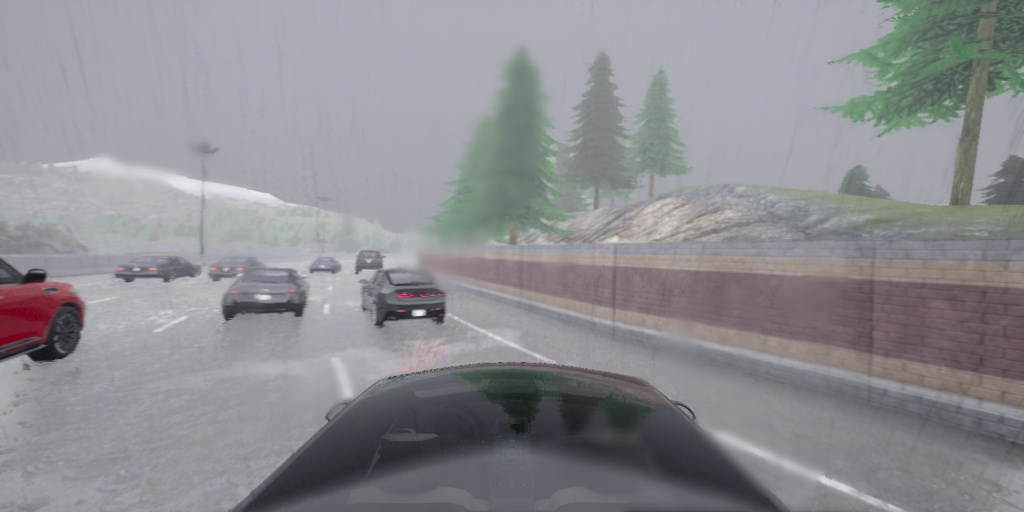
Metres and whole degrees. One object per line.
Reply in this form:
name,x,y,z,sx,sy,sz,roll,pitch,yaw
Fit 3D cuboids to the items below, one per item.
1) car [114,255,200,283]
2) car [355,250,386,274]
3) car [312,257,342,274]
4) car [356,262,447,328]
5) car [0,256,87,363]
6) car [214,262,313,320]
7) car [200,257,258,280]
car,-19.271,0.671,19.839,2.033,1.411,5.357,2,0,-22
car,-12.422,0.507,31.509,2.150,2.045,5.566,2,0,-19
car,-15.664,0.758,30.291,1.994,1.385,4.181,2,0,-19
car,-3.454,1.122,11.012,1.837,1.490,4.892,1,0,-29
car,-7.581,0.741,4.052,2.150,2.045,5.566,1,0,-30
car,-7.645,1.057,11.465,1.994,1.385,4.181,2,0,-28
car,-16.165,0.757,21.506,2.033,1.411,5.357,2,0,-22
